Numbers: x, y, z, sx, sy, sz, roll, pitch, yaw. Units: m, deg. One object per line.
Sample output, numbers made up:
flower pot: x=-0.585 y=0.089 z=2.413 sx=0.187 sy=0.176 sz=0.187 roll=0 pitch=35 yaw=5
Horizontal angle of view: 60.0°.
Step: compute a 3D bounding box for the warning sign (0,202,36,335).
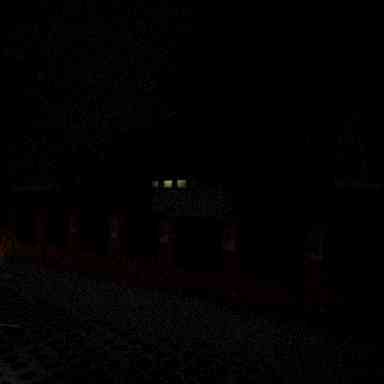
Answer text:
warning sign: x=-3.246 y=1.108 z=4.943 sx=1.060 sy=1.860 sz=1.300 roll=1 pitch=0 yaw=35
